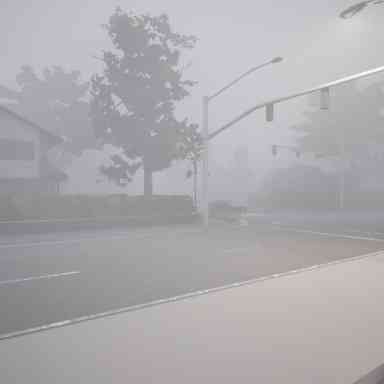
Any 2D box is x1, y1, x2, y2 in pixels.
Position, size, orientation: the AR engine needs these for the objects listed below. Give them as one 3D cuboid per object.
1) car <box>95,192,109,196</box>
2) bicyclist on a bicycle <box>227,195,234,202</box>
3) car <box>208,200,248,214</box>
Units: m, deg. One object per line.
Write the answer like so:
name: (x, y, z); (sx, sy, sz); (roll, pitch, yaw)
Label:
car: (-20.412, 1.049, 75.266); (2.150, 2.045, 5.566); (0, 0, -36)
bicyclist on a bicycle: (5.913, 1.303, 51.108); (1.656, 1.620, 0.582); (0, 0, -36)
car: (3.613, 1.547, 36.546); (2.033, 1.411, 5.357); (0, 0, -36)
